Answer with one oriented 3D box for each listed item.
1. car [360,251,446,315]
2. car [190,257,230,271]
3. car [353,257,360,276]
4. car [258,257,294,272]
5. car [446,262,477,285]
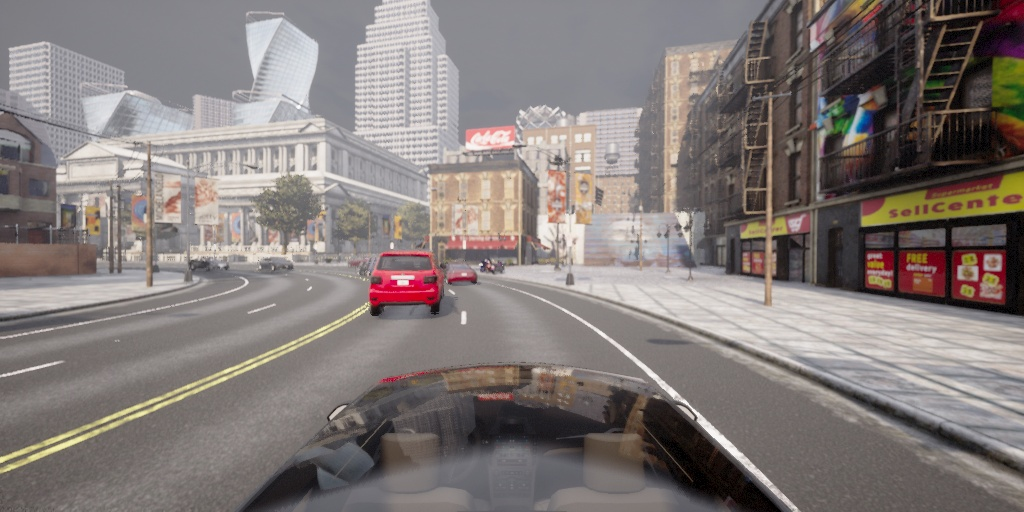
[{"bbox_3d":[-3.667,0.851,13.157,2.150,2.045,5.566,0,1,-10],"label":"car"},{"bbox_3d":[-31.753,0.810,37.630,4.902,1.511,2.128,0,1,26],"label":"car"},{"bbox_3d":[-11.452,1.007,29.875,1.994,1.385,4.181,0,1,-37],"label":"car"},{"bbox_3d":[-24.501,0.829,37.179,4.892,1.490,1.837,0,0,34],"label":"car"},{"bbox_3d":[-3.802,1.093,24.015,1.994,1.385,4.181,0,1,-25],"label":"car"}]
